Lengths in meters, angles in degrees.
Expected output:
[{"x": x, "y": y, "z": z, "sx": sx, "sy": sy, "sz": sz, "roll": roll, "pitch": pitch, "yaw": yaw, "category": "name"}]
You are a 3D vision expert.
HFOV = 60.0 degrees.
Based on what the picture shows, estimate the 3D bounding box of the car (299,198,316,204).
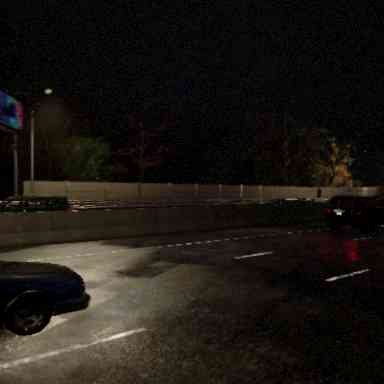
[{"x": 16.668, "y": 1.619, "z": 50.241, "sx": 4.902, "sy": 1.511, "sz": 2.128, "roll": 0, "pitch": 0, "yaw": -35, "category": "car"}]

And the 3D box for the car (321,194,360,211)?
[{"x": 19.638, "y": 1.344, "z": 43.768, "sx": 5.566, "sy": 2.045, "sz": 2.150, "roll": 0, "pitch": 0, "yaw": -35, "category": "car"}]

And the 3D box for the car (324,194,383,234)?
[{"x": 10.166, "y": 1.266, "z": 19.606, "sx": 5.566, "sy": 2.045, "sz": 2.150, "roll": 0, "pitch": 0, "yaw": -36, "category": "car"}]

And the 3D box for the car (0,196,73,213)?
[{"x": -9.574, "y": 1.226, "z": 18.660, "sx": 5.566, "sy": 2.045, "sz": 2.150, "roll": 0, "pitch": 0, "yaw": -36, "category": "car"}]

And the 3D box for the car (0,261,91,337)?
[{"x": -4.377, "y": 1.546, "z": 4.923, "sx": 5.357, "sy": 1.411, "sz": 2.033, "roll": 0, "pitch": 0, "yaw": -36, "category": "car"}]

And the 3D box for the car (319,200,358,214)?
[{"x": 16.454, "y": 1.623, "z": 37.207, "sx": 4.674, "sy": 1.442, "sz": 1.812, "roll": 0, "pitch": 0, "yaw": -35, "category": "car"}]

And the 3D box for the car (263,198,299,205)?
[{"x": 10.864, "y": 1.615, "z": 41.818, "sx": 4.674, "sy": 1.442, "sz": 1.812, "roll": 0, "pitch": 0, "yaw": -35, "category": "car"}]
